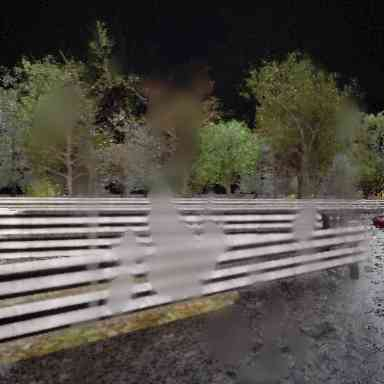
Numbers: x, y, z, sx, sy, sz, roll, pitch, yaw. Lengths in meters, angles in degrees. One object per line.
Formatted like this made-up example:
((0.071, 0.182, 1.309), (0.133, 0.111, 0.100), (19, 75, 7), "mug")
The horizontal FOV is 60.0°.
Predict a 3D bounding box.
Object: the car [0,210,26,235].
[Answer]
((-9.477, 1.074, 14.228), (4.674, 1.442, 1.812), (1, 0, -19), "car")

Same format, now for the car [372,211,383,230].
((12.012, 1.435, 18.096), (4.181, 1.385, 1.994), (2, 1, -20), "car")
